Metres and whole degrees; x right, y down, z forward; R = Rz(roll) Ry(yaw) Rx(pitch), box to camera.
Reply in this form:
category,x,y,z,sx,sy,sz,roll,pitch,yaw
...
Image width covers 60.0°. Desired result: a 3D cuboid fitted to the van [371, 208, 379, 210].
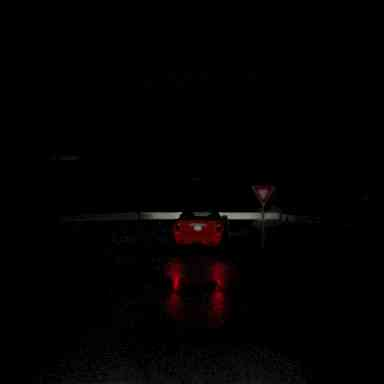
category,x,y,z,sx,sy,sz,roll,pitch,yaw
van,40.812,4.304,70.530,4.442,1.987,1.878,-1,1,-17

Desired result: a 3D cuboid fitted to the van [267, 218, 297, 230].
category,x,y,z,sx,sy,sz,roll,pitch,yaw
van,11.581,4.481,43.859,1.878,1.987,4.442,0,0,-18

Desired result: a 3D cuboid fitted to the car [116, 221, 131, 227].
category,x,y,z,sx,sy,sz,roll,pitch,yaw
car,-9.147,4.706,44.558,1.946,1.575,5.366,0,0,-18

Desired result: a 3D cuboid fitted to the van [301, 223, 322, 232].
category,x,y,z,sx,sy,sz,roll,pitch,yaw
van,14.539,4.480,43.767,1.878,1.987,4.442,0,0,-18

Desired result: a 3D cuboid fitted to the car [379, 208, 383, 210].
category,x,y,z,sx,sy,sz,roll,pitch,yaw
car,40.752,4.586,67.573,4.674,1.452,2.002,-1,0,-17

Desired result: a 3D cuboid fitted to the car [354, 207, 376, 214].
category,x,y,z,sx,sy,sz,roll,pitch,yaw
car,41.443,4.515,79.567,4.674,1.452,2.002,-1,0,-17

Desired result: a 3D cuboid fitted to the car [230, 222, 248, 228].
category,x,y,z,sx,sy,sz,roll,pitch,yaw
car,5.713,4.708,43.929,2.231,1.521,4.892,0,0,-18

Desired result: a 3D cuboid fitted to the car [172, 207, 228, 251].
category,x,y,z,sx,sy,sz,roll,pitch,yaw
car,0.482,1.437,14.873,2.097,1.767,4.553,1,-1,7

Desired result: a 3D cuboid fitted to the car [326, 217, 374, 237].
category,x,y,z,sx,sy,sz,roll,pitch,yaw
car,20.509,4.452,43.450,2.435,2.045,5.566,0,-1,-18

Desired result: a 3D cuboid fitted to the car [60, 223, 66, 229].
category,x,y,z,sx,sy,sz,roll,pitch,yaw
car,-17.962,4.707,44.657,2.097,1.535,5.008,0,-1,-18

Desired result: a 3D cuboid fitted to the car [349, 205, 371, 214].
category,x,y,z,sx,sy,sz,roll,pitch,yaw
car,41.651,4.331,82.567,4.553,1.767,2.185,-1,1,-17

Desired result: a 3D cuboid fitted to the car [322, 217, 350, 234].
category,x,y,z,sx,sy,sz,roll,pitch,yaw
car,17.551,4.453,43.543,2.435,2.045,5.566,0,-1,-18

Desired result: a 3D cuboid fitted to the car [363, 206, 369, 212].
category,x,y,z,sx,sy,sz,roll,pitch,yaw
car,41.104,4.510,73.564,5.008,1.535,2.097,-1,1,-17

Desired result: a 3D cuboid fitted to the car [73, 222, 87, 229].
category,x,y,z,sx,sy,sz,roll,pitch,yaw
car,-15.061,4.706,44.741,1.946,1.575,5.366,0,0,-18

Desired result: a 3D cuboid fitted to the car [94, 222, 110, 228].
category,x,y,z,sx,sy,sz,roll,pitch,yaw
car,-12.035,4.707,44.477,2.097,1.535,5.008,0,0,-18

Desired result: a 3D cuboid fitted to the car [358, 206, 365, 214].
category,x,y,z,sx,sy,sz,roll,pitch,yaw
car,41.235,4.367,76.564,4.553,1.767,2.185,-1,0,-17

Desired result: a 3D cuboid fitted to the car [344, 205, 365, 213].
category,x,y,z,sx,sy,sz,roll,pitch,yaw
car,41.827,4.315,85.563,4.553,1.767,2.185,-1,1,-17

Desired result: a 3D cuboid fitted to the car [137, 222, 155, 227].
category,x,y,z,sx,sy,sz,roll,pitch,yaw
car,-6.108,4.737,44.270,2.163,1.488,4.792,0,0,-18
